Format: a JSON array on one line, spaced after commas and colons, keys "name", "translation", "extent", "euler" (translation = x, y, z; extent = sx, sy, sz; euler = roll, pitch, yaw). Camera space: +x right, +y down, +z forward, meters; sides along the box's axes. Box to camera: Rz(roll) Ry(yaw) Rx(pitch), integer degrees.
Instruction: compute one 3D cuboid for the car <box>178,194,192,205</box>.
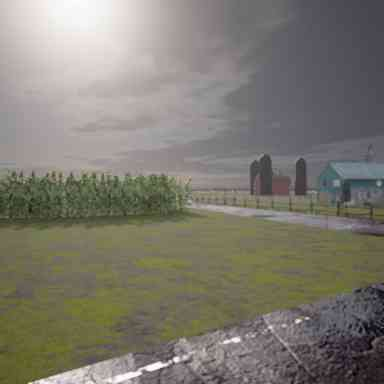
[{"name": "car", "translation": [-1.757, 1.315, 59.529], "extent": [2.150, 2.045, 5.566], "euler": [-1, 0, -17]}]
